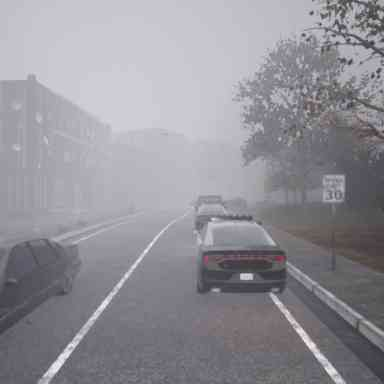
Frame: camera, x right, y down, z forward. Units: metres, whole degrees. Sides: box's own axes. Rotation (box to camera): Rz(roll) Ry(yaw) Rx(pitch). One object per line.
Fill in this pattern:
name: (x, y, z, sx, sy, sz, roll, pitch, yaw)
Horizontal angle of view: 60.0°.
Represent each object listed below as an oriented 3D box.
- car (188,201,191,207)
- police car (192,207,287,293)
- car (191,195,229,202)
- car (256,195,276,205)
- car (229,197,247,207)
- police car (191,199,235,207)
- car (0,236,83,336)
car: (1.026, 1.513, 49.629, 1.994, 1.385, 4.181, 0, 0, 27)
police car: (1.050, 1.427, 8.987, 1.930, 1.638, 5.238, 0, 0, 0)
car: (1.387, 1.224, 24.672, 2.150, 2.045, 5.566, 0, 0, 5)
car: (12.258, 1.302, 55.313, 1.812, 1.442, 4.674, -1, 1, 40)
car: (5.936, 1.401, 45.032, 1.882, 1.535, 5.008, 0, 0, 28)
police car: (1.101, 1.427, 18.924, 1.930, 1.638, 5.238, 0, 0, 1)
car: (-3.595, 1.548, 5.931, 2.033, 1.411, 5.357, 0, 0, 0)
